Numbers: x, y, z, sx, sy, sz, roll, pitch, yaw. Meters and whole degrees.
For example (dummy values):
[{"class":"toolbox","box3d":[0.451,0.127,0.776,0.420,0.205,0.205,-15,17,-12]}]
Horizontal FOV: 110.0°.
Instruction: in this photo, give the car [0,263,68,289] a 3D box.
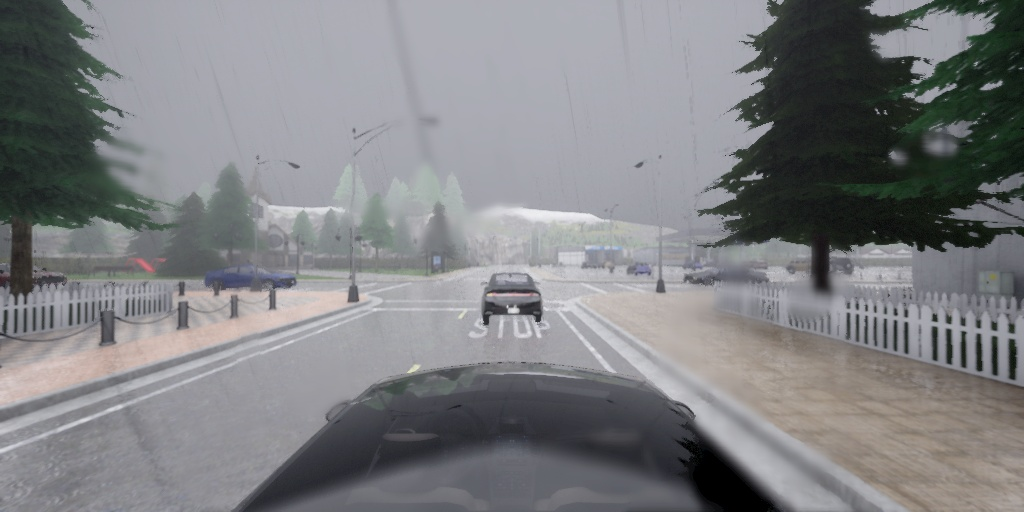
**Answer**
[{"class":"car","box3d":[-31.084,1.242,22.536,4.553,1.767,2.097,0,0,1]}]

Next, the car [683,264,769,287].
[{"class":"car","box3d":[15.332,1.458,25.810,5.357,1.411,2.033,0,0,1]}]

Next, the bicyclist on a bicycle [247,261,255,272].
[{"class":"bicyclist on a bicycle","box3d":[-21.811,1.243,29.931,0.582,1.620,1.656,0,0,1]}]

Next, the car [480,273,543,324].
[{"class":"car","box3d":[-0.055,1.321,12.408,2.128,1.511,4.902,0,0,-2]}]

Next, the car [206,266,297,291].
[{"class":"car","box3d":[-16.177,1.365,22.395,5.008,1.535,1.882,0,0,1]}]
